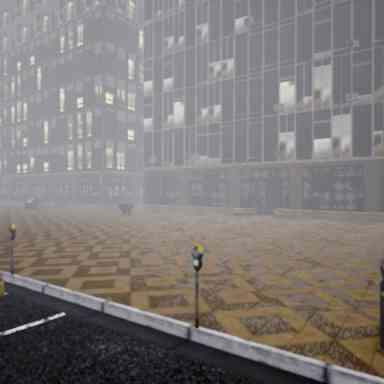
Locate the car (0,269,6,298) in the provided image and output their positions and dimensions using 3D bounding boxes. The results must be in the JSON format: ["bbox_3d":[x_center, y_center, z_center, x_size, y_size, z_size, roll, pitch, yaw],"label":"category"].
[{"bbox_3d":[-5.736,1.517,6.935,4.829,1.417,1.752,0,0,35],"label":"car"}]
